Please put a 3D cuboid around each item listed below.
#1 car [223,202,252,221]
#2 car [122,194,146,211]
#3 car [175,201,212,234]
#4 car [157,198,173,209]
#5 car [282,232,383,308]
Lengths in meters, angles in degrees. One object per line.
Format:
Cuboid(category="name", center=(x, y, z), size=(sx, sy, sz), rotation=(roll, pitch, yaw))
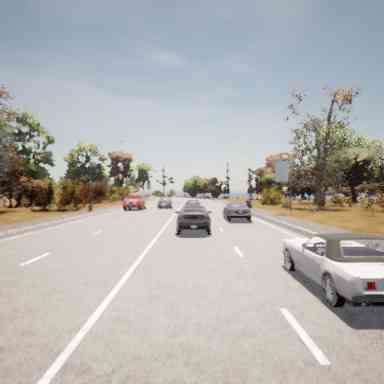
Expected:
Cuboid(category="car", center=(3.602, 1.552, 27.042), size=(2.033, 1.411, 5.357), rotation=(0, 0, 0))
Cuboid(category="car", center=(-7.091, 1.229, 41.294), size=(2.150, 2.045, 5.566), rotation=(0, 0, 0))
Cuboid(category="car", center=(0.099, 1.508, 19.247), size=(1.837, 1.490, 4.892), rotation=(0, 0, 0))
Cuboid(category="car", center=(-3.580, 1.500, 44.582), size=(2.128, 1.511, 4.902), rotation=(0, 0, 0))
Cuboid(category="car", center=(3.599, 1.602, 7.872), size=(1.895, 1.301, 4.718), rotation=(0, 0, 0))
